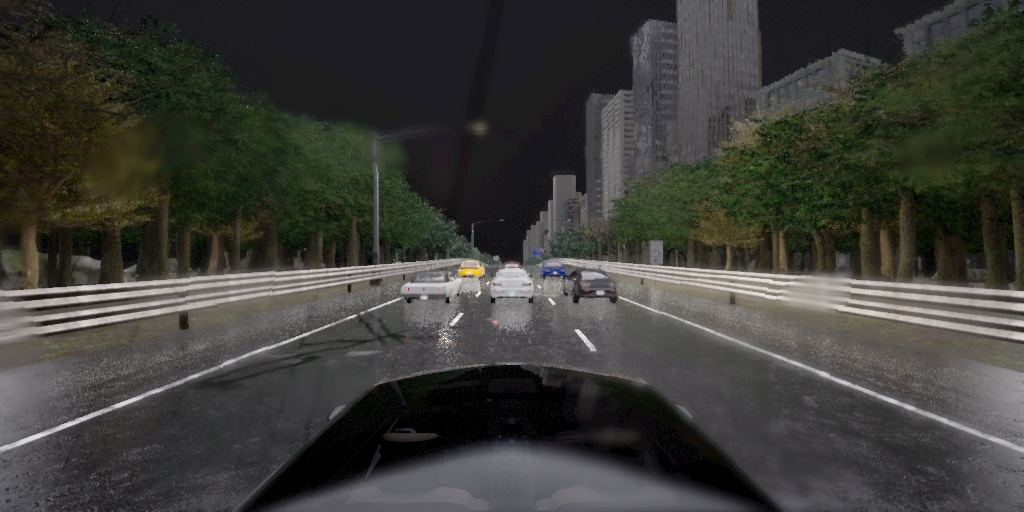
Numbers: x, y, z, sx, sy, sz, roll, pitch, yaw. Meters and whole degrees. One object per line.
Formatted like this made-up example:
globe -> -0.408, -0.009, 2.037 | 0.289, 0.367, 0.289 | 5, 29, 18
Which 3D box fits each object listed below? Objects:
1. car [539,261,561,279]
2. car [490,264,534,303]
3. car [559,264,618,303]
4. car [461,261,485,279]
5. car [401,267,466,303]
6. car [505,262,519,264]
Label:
car -> 3.499, 1.188, 31.521 | 1.882, 1.535, 5.008 | 0, 0, 0
car -> -0.001, 1.284, 16.510 | 1.812, 1.442, 4.674 | 0, 0, 0
car -> 3.499, 1.284, 16.510 | 1.812, 1.442, 4.674 | 0, 0, 0
car -> -3.502, 1.188, 31.521 | 1.882, 1.535, 5.008 | 0, 0, 0
car -> -3.501, 1.367, 16.541 | 1.895, 1.301, 4.718 | 0, 0, 0
car -> -0.001, 1.237, 31.522 | 1.812, 1.442, 4.674 | 0, 0, 0
